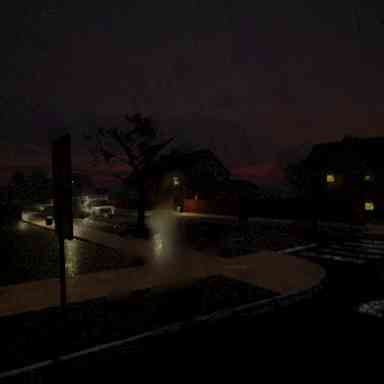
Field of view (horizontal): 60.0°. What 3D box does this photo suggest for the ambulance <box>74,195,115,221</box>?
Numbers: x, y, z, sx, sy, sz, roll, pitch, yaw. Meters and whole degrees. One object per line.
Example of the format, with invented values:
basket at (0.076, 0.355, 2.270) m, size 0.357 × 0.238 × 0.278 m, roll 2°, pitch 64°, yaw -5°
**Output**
ambulance at (-10.013, 1.533, 34.032) m, size 2.351 × 2.431 × 6.366 m, roll -2°, pitch 0°, yaw -36°
